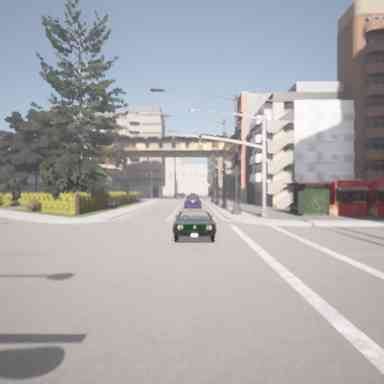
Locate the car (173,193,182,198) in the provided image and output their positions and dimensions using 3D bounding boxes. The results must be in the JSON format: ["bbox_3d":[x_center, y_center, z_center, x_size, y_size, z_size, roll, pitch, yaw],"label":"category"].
[{"bbox_3d":[-3.630,1.030,90.972,2.038,1.542,4.974,0,0,25],"label":"car"}]

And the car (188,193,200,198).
[{"bbox_3d":[0.511,0.862,90.712,1.853,1.218,4.536,0,0,-20],"label":"car"}]

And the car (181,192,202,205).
[{"bbox_3d":[0.104,1.143,41.345,2.097,1.767,4.553,0,0,0],"label":"car"}]

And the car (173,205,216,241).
[{"bbox_3d":[0.108,1.523,16.267,1.895,1.301,4.718,0,0,0],"label":"car"}]

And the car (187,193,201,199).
[{"bbox_3d":[0.530,1.020,90.664,2.038,1.542,4.974,0,0,-20],"label":"car"}]

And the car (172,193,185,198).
[{"bbox_3d":[-3.609,0.872,91.019,1.853,1.218,4.536,0,0,25],"label":"car"}]
